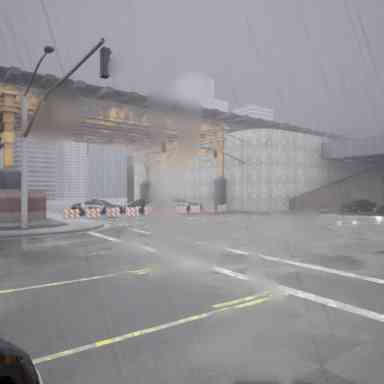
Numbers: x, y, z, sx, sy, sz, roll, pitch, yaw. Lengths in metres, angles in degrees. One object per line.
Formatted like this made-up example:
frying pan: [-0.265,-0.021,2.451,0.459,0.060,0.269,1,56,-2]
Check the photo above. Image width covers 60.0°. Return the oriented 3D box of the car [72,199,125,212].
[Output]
car: [-9.001,1.295,32.123,4.536,1.218,1.853,0,0,8]

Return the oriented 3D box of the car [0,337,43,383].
car: [-3.274,1.492,1.436,4.902,1.511,2.128,0,0,-35]

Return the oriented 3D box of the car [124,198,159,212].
car: [-5.195,1.295,34.859,1.853,1.218,4.536,0,0,18]

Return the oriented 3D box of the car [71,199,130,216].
car: [-8.949,1.453,32.116,4.974,1.542,2.038,0,0,8]

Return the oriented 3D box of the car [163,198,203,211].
car: [-1.360,1.295,38.571,4.536,1.218,1.853,0,0,-7]

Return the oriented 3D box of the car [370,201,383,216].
car: [19.654,1.548,31.860,5.357,1.411,2.033,0,0,-37]

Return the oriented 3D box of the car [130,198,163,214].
car: [-5.210,1.453,34.810,2.038,1.542,4.974,0,0,18]

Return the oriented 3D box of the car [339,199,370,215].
car: [17.163,1.477,34.363,5.008,1.535,1.882,0,0,-37]

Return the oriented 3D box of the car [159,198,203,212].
car: [-1.308,1.453,38.578,4.974,1.542,2.038,0,0,-7]
